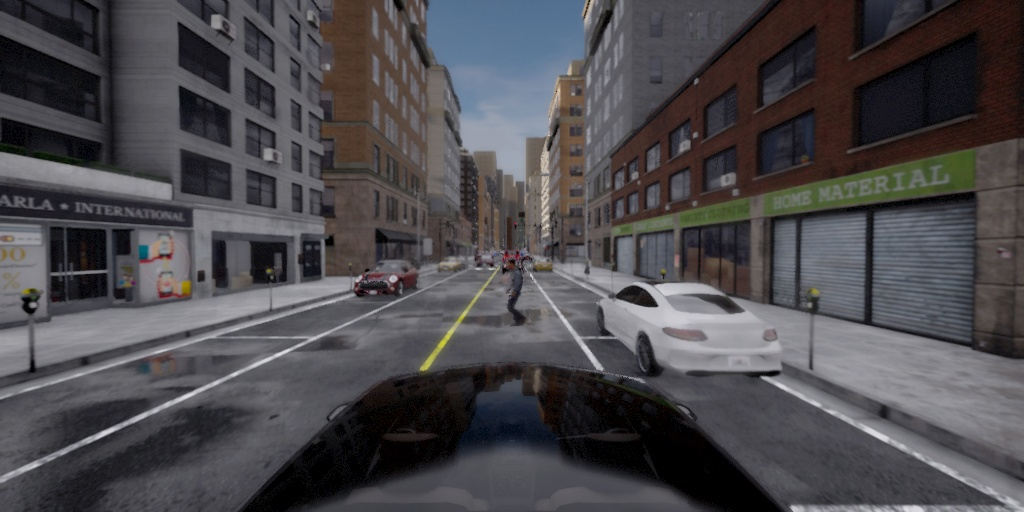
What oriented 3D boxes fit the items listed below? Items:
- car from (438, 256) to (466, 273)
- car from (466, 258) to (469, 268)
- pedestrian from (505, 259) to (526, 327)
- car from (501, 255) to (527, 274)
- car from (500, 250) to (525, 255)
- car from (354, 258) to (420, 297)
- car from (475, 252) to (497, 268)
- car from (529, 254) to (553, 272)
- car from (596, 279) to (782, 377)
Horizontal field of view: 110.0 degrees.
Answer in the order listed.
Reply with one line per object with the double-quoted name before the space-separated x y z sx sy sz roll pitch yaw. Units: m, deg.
"car" -5.668 0.723 33.045 1.751 1.417 4.829 0 0 0
"car" -5.667 0.653 38.739 2.007 1.370 4.403 0 0 0
"pedestrian" 0.074 0.909 9.350 0.375 1.860 0.375 0 1 -10
"car" 0.082 0.835 31.148 1.895 1.301 4.718 0 1 0
"car" 0.002 0.279 41.374 2.150 2.045 5.566 0 1 0
"car" -5.668 0.926 16.640 1.967 1.591 4.097 0 0 0
"car" -3.022 0.578 41.648 1.812 1.442 4.674 0 1 0
"car" 2.858 0.723 33.384 1.751 1.417 4.829 0 0 0
"car" 3.000 1.182 7.034 1.812 1.442 4.674 0 1 0
